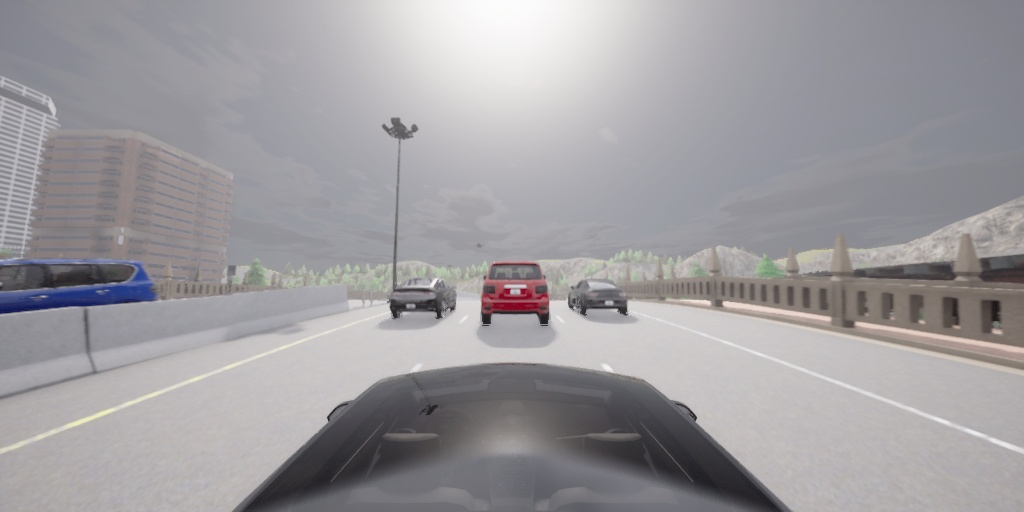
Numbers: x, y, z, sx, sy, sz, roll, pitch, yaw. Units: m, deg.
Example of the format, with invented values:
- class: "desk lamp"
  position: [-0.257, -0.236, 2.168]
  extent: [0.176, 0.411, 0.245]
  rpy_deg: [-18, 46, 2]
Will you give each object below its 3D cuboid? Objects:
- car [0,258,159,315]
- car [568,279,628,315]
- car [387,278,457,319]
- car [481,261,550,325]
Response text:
- class: "car"
  position: [-10.600, 1.040, 7.347]
  extent: [2.150, 2.045, 5.566]
  rpy_deg: [0, -1, 0]
- class: "car"
  position: [3.600, 1.709, 15.566]
  extent: [1.812, 1.442, 4.674]
  rpy_deg: [0, -3, 0]
- class: "car"
  position: [-3.400, 1.612, 14.477]
  extent: [2.128, 1.511, 4.902]
  rpy_deg: [0, -3, 0]
- class: "car"
  position: [0.100, 1.269, 13.119]
  extent: [2.150, 2.045, 5.566]
  rpy_deg: [0, -3, 0]
